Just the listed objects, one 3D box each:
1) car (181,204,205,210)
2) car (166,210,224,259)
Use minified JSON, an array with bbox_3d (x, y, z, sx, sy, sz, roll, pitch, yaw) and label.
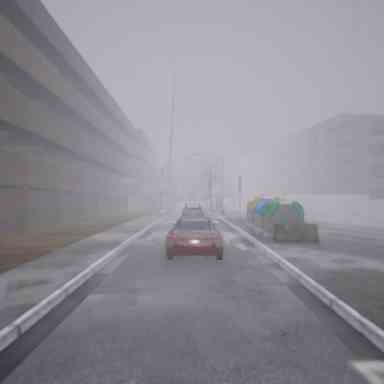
[{"bbox_3d":[0.095,1.745,28.388,2.128,1.511,4.902,0,-1,0],"label":"car"},{"bbox_3d":[0.092,1.587,12.699,1.994,1.385,4.181,0,0,0],"label":"car"}]
